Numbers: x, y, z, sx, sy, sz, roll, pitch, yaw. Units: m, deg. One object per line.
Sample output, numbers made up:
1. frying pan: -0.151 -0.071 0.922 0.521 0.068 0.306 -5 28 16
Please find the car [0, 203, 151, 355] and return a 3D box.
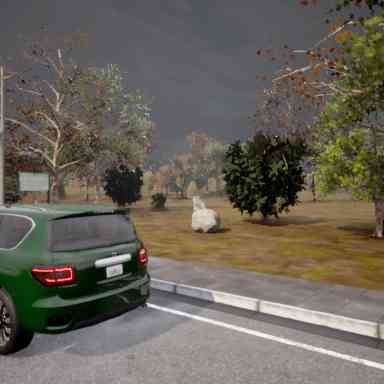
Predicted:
1. car: -3.298 1.221 6.321 5.566 2.045 2.150 0 0 35
